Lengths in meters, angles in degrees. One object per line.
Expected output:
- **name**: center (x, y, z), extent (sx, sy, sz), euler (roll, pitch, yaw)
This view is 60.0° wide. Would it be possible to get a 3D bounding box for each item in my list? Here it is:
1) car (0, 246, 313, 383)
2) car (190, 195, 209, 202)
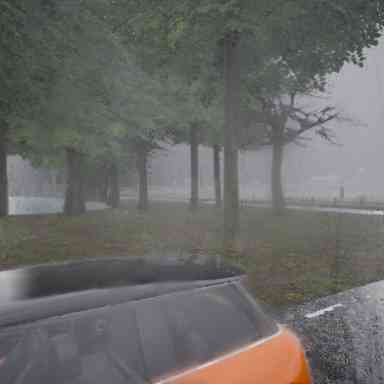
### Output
- **car**: center (-1.255, 1.354, 2.174), extent (4.553, 1.767, 2.097), euler (1, 0, -35)
- **car**: center (1.364, 1.244, 64.143), extent (1.994, 1.385, 4.181), euler (0, 1, -36)
